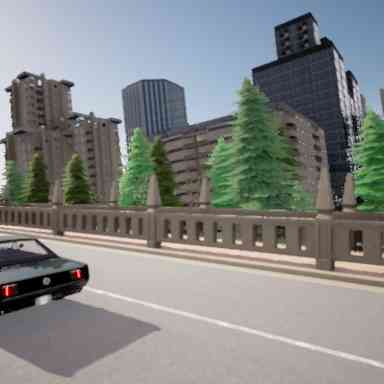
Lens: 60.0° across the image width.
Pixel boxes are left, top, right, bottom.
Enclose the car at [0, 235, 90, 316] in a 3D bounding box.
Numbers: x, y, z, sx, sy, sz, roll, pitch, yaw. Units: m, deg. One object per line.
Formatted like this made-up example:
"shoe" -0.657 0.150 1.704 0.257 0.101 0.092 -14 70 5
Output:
"car" -4.399 1.596 7.073 4.718 1.301 1.895 0 0 35
